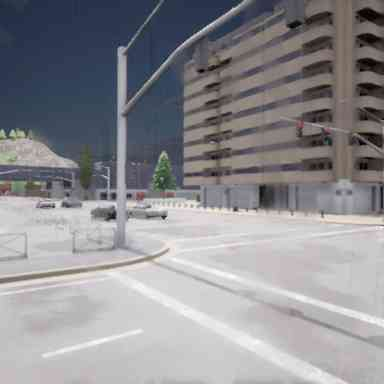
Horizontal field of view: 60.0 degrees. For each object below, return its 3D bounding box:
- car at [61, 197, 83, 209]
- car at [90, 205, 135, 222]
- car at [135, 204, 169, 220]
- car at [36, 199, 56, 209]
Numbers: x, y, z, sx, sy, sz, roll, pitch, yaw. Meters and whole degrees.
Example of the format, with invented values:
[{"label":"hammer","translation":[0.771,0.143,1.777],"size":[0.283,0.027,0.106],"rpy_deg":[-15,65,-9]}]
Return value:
[{"label":"car","translation":[-17.822,1.498,49.316],"size":[2.097,1.767,4.553],"rpy_deg":[0,0,-35]},{"label":"car","translation":[-6.827,1.724,27.628],"size":[1.895,1.301,4.718],"rpy_deg":[0,0,-35]},{"label":"car","translation":[-3.978,1.747,29.662],"size":[1.895,1.301,4.718],"rpy_deg":[0,0,-35]},{"label":"car","translation":[-20.943,1.725,47.671],"size":[1.895,1.301,4.718],"rpy_deg":[0,0,-35]}]
